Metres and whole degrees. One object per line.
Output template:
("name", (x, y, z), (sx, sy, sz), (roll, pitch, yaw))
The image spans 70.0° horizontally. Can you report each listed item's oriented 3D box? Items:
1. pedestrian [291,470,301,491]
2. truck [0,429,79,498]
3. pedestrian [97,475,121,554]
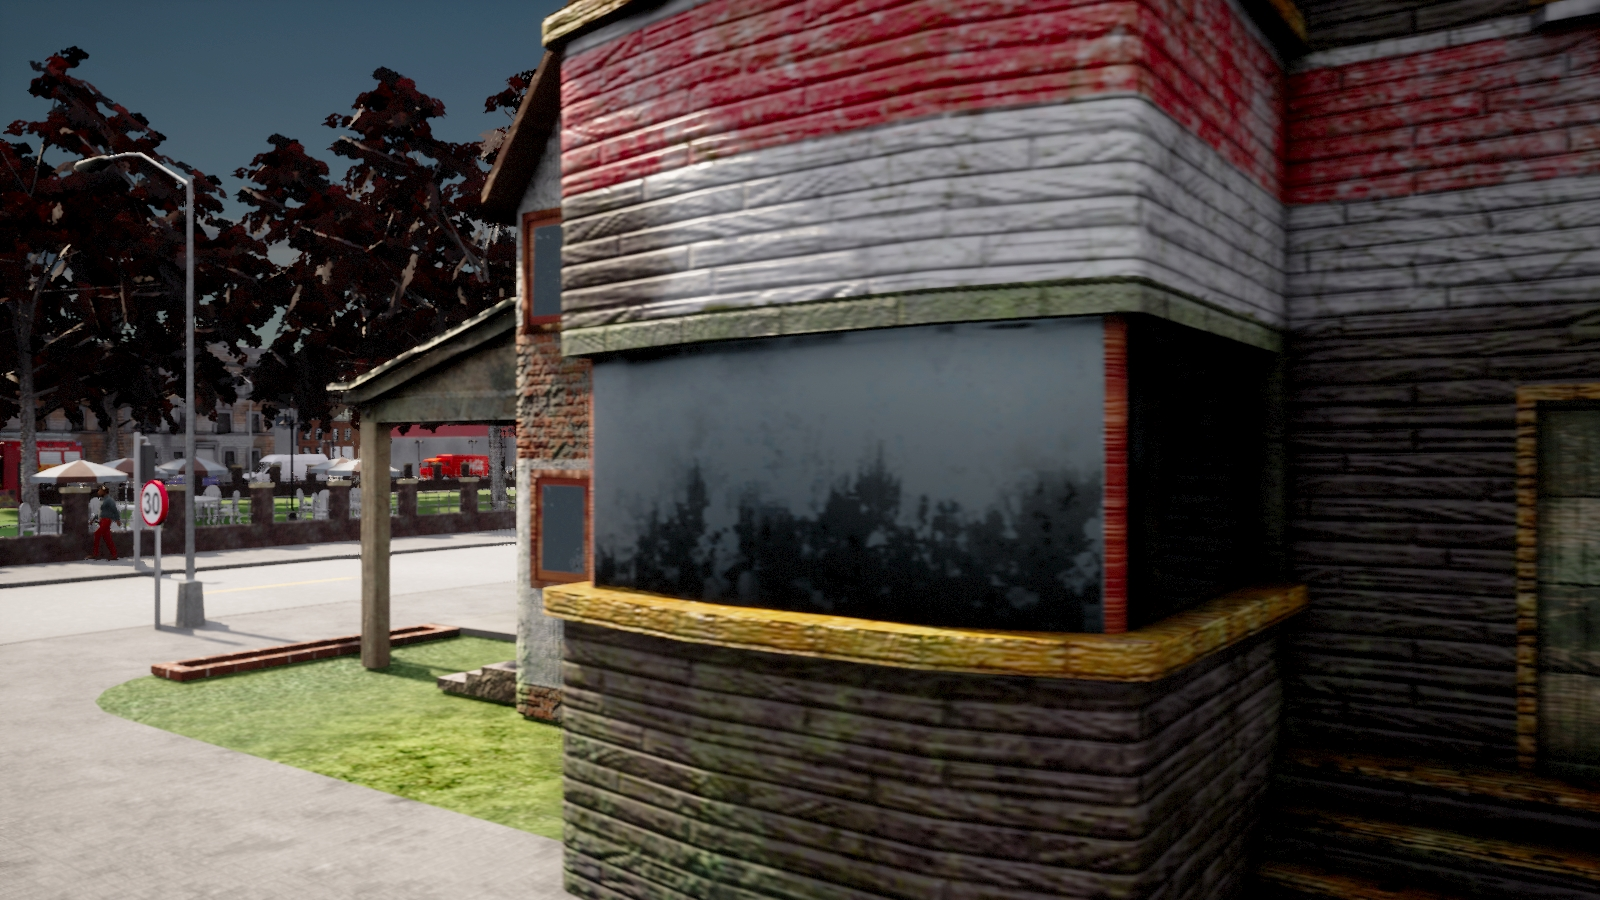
("pedestrian", (-30.703, 1.853, 69.592), (0.375, 1.300, 0.375), (0, 0, 35))
("truck", (-45.639, 0.725, 63.929), (2.891, 3.827, 8.468), (0, 0, 35))
("pedestrian", (-16.605, 1.539, 27.456), (0.375, 1.860, 0.375), (0, 0, 36))
